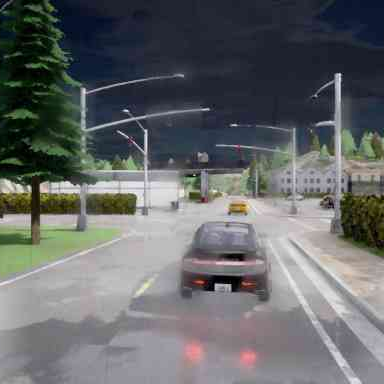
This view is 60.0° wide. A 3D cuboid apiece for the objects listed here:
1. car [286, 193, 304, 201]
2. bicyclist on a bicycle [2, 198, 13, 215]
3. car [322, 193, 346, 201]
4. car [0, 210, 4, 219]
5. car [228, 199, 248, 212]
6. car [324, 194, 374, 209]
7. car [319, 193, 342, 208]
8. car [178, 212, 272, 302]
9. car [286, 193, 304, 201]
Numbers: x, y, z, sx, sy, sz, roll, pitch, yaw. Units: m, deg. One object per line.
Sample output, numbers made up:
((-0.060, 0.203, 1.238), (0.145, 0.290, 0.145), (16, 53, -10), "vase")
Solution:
((24.380, 1.077, 78.823), (3.866, 1.878, 1.905), (0, 0, 8), "car")
((-17.982, 1.453, 32.449), (0.582, 1.620, 1.656), (0, 0, 7), "bicyclist on a bicycle")
((31.720, 1.097, 74.483), (4.605, 1.855, 1.932), (0, 0, 8), "car")
((-16.552, 1.564, 25.184), (4.181, 1.385, 1.994), (0, 0, 8), "car")
((4.765, 1.477, 34.556), (1.882, 1.535, 5.008), (0, 0, 8), "car")
((18.265, 1.340, 38.563), (4.514, 1.523, 2.007), (0, 0, 8), "car")
((18.646, 1.330, 41.677), (5.027, 1.636, 2.152), (0, 0, 8), "car")
((0.878, 1.492, 8.337), (2.128, 1.511, 4.902), (0, 0, 8), "car")
((23.316, 1.361, 75.614), (3.806, 1.475, 1.970), (0, 0, 8), "car")
